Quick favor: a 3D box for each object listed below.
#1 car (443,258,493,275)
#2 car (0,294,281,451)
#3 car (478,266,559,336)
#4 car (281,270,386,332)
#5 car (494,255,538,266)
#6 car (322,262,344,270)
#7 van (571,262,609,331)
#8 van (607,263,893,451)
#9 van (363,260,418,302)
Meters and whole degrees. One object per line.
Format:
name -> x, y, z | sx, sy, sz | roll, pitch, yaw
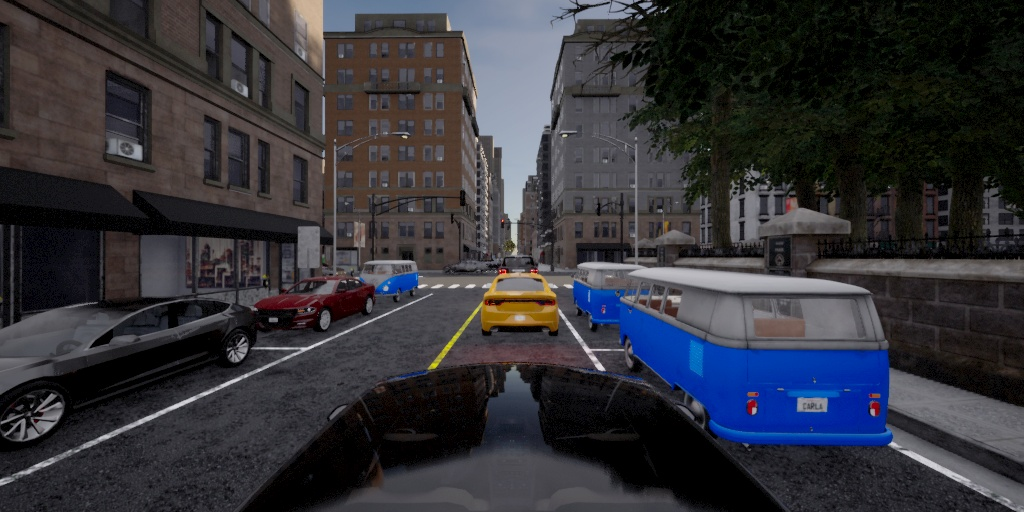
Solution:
car -> -4.890, 1.237, 38.535 | 4.902, 1.511, 2.128 | 0, 0, 0
car -> -5.807, 1.315, 5.209 | 1.948, 1.339, 4.313 | 0, 0, 1
car -> 0.227, 1.226, 10.453 | 1.882, 1.535, 5.008 | 0, 0, 1
car -> -5.693, 1.293, 10.868 | 1.888, 1.381, 4.507 | 0, 0, 1
car -> 0.334, 0.965, 20.409 | 2.150, 2.045, 5.566 | 0, 0, 0
car -> -16.197, 1.279, 28.656 | 5.357, 1.411, 2.033 | 0, 0, 1
van -> 2.831, 1.089, 10.705 | 1.690, 1.789, 3.998 | 0, 0, 1
van -> 2.716, 1.090, 5.049 | 1.690, 1.789, 3.998 | 0, 0, 1
van -> -5.579, 1.087, 16.527 | 1.690, 1.789, 3.998 | 0, 0, 1
